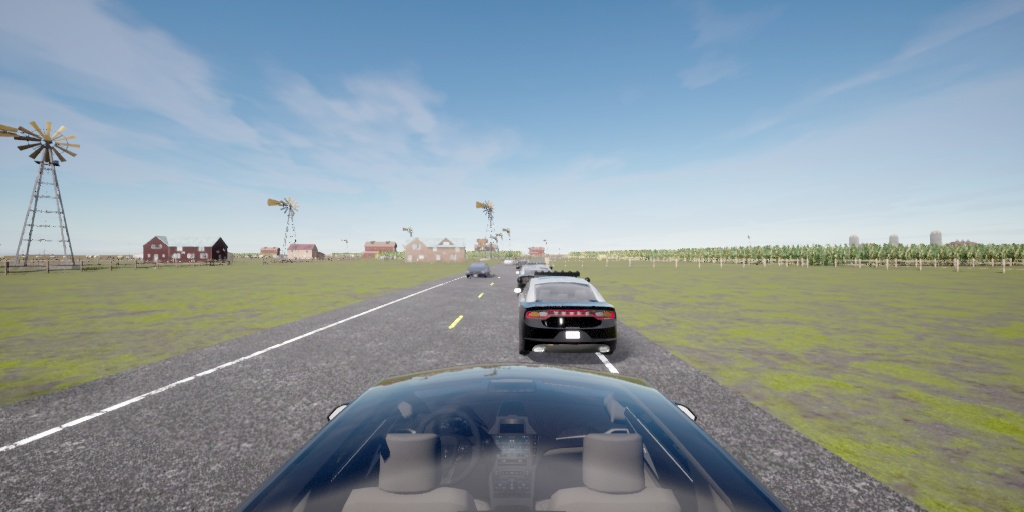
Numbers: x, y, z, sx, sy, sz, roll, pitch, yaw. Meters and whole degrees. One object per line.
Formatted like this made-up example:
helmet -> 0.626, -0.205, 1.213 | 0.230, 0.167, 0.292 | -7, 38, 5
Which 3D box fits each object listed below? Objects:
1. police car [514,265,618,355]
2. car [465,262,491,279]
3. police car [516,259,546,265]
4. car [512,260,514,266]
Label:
police car -> 1.086, 1.176, 8.850 | 1.930, 1.638, 5.238 | 0, 0, 1
car -> -3.017, 1.287, 33.165 | 2.033, 1.411, 5.357 | 0, 0, 2
police car -> 1.230, 1.173, 18.820 | 1.930, 1.638, 5.238 | 0, 0, 1
car -> 1.607, 1.208, 53.957 | 2.128, 1.511, 4.902 | 0, 0, 4
